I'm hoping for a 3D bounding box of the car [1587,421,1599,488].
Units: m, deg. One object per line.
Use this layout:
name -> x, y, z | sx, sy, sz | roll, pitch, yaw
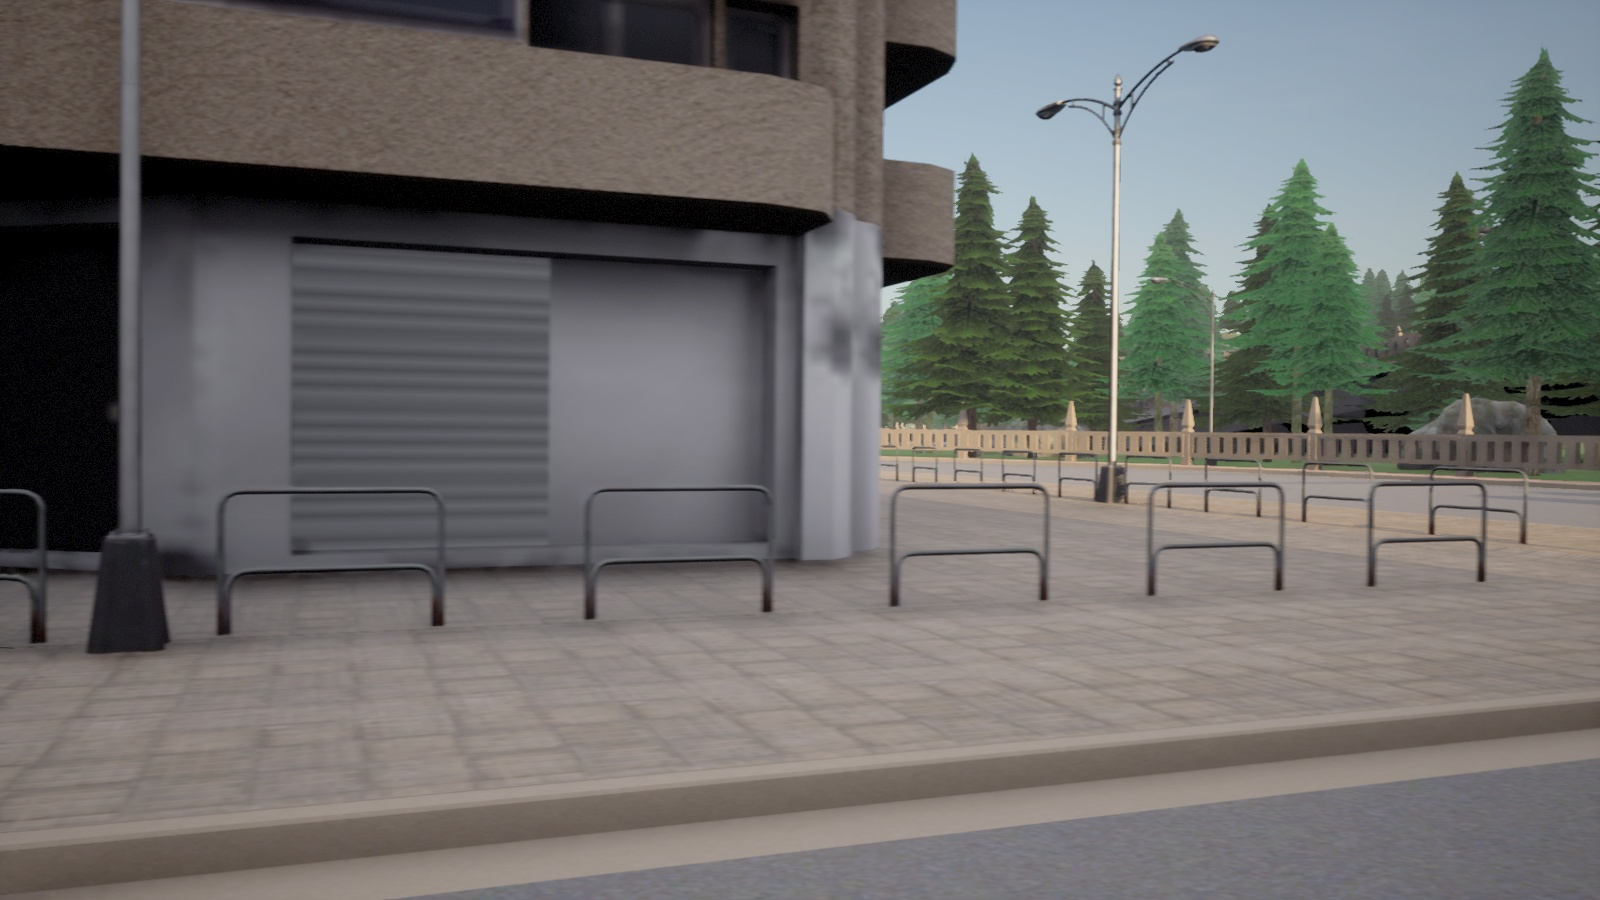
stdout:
car -> 19.238, 0.111, 26.916 | 1.845, 1.501, 3.633 | -1, 1, -20
